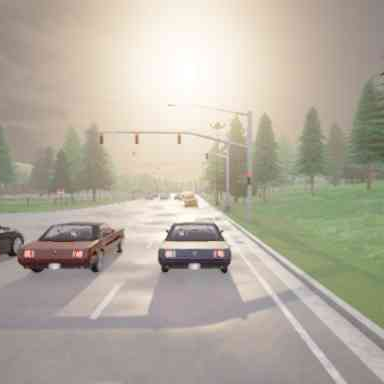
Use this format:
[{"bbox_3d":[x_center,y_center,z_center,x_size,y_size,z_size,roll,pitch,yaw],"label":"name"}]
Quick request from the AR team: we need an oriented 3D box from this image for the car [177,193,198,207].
[{"bbox_3d":[-0.480,0.906,48.812,1.882,1.535,5.008,-12,17,-8],"label":"car"}]

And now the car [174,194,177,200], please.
[{"bbox_3d":[-3.500,1.286,83.221,1.994,1.385,4.181,0,0,0],"label":"car"}]

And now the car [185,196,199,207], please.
[{"bbox_3d":[0.000,1.430,52.182,2.033,1.411,5.357,0,2,0],"label":"car"}]

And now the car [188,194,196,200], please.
[{"bbox_3d":[0.000,1.287,83.221,1.994,1.385,4.181,0,0,0],"label":"car"}]

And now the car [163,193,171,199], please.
[{"bbox_3d":[-7.000,1.083,93.223,2.033,1.411,5.357,0,0,0],"label":"car"}]

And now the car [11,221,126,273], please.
[{"bbox_3d":[-3.421,1.567,10.534,1.895,1.301,4.718,0,0,0],"label":"car"}]

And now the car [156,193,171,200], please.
[{"bbox_3d":[-7.000,1.274,82.804,2.033,1.411,5.357,0,0,0],"label":"car"}]

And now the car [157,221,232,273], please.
[{"bbox_3d":[0.079,1.567,10.517,1.895,1.301,4.718,0,0,0],"label":"car"}]

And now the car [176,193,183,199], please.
[{"bbox_3d":[-3.500,1.067,93.223,1.812,1.442,4.674,0,0,0],"label":"car"}]

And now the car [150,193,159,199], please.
[{"bbox_3d":[-10.500,1.043,93.223,1.837,1.490,4.892,0,0,0],"label":"car"}]

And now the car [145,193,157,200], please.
[{"bbox_3d":[-10.500,1.274,82.804,2.033,1.411,5.357,0,0,0],"label":"car"}]

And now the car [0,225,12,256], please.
[{"bbox_3d":[-6.925,1.471,10.007,1.837,1.490,4.892,0,0,0],"label":"car"}]

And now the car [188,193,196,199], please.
[{"bbox_3d":[0.000,1.083,93.223,2.033,1.411,5.357,0,0,0],"label":"car"}]
